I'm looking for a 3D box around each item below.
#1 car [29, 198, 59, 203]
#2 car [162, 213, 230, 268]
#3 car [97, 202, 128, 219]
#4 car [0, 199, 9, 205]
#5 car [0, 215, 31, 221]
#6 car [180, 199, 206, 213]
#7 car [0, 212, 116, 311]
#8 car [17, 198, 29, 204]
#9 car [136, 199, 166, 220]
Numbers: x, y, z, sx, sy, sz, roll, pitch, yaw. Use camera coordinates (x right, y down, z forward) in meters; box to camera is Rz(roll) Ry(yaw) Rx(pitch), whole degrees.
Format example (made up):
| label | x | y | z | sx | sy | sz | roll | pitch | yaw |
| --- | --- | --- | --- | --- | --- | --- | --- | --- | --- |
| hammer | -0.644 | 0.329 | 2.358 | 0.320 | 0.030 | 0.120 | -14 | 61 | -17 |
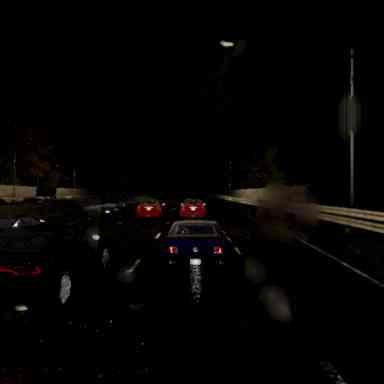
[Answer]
| label | x | y | z | sx | sy | sz | roll | pitch | yaw |
| --- | --- | --- | --- | --- | --- | --- | --- | --- | --- |
| car | -17.581 | 1.590 | 41.128 | 2.033 | 1.411 | 5.357 | 0 | 0 | 0 |
| car | 0.102 | 1.607 | 11.250 | 1.895 | 1.301 | 4.718 | 0 | 0 | 0 |
| car | -6.896 | 1.588 | 29.166 | 1.994 | 1.385 | 4.181 | 0 | 0 | 0 |
| car | -24.577 | 1.548 | 40.998 | 1.837 | 1.490 | 4.892 | 0 | -1 | 0 |
| car | -6.900 | 1.571 | 13.030 | 1.994 | 1.385 | 4.181 | 0 | 0 | 0 |
| car | 0.101 | 1.375 | 28.327 | 2.097 | 1.767 | 4.553 | 0 | 0 | 0 |
| car | -3.397 | 1.481 | 7.871 | 1.882 | 1.535 | 5.008 | 0 | 0 | 0 |
| car | -21.074 | 1.553 | 43.426 | 1.837 | 1.490 | 4.892 | 0 | -1 | 0 |
| car | -3.399 | 1.375 | 28.300 | 2.097 | 1.767 | 4.553 | 0 | 0 | 0 |
